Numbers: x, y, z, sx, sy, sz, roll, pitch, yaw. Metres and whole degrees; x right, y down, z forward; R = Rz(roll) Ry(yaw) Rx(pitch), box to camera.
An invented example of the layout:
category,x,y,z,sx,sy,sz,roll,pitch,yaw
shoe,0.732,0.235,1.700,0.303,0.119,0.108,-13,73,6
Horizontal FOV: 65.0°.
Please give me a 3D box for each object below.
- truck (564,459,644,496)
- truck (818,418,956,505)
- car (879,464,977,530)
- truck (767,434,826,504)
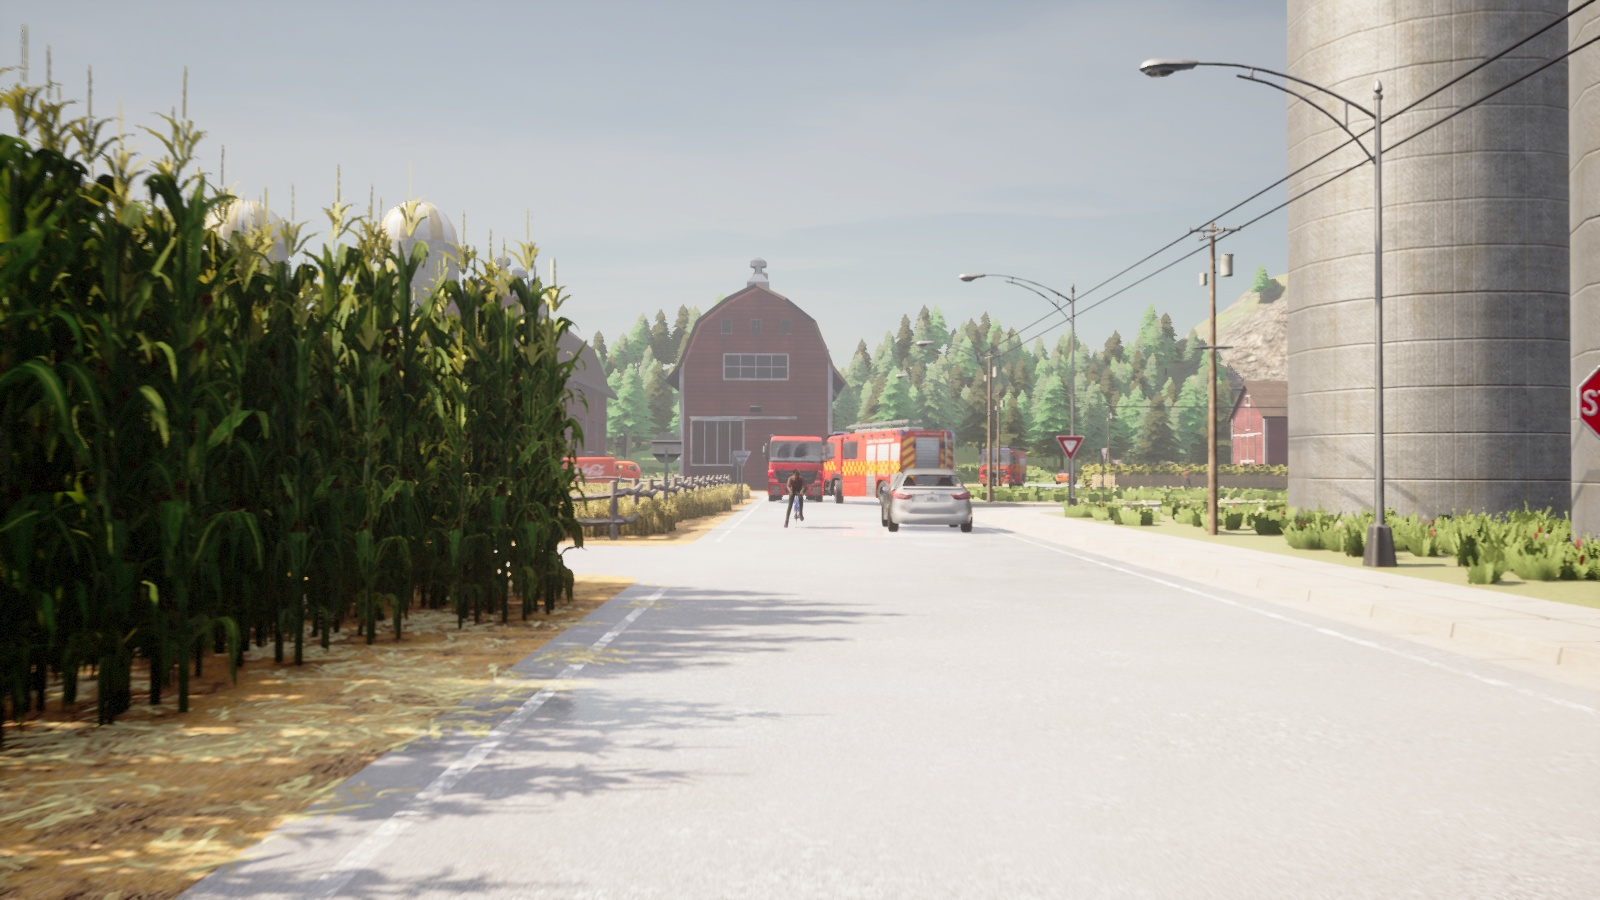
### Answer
category,x,y,z,sx,sy,sz,roll,pitch,yaw
truck,-13.353,1.842,85.821,5.204,2.467,2.627,0,-1,-3
truck,3.932,0.643,59.441,2.891,3.827,8.468,0,-2,-24
car,3.389,1.226,34.076,2.242,1.667,4.611,0,-1,1
truck,-0.273,0.949,66.483,2.891,3.462,7.936,1,0,-1
